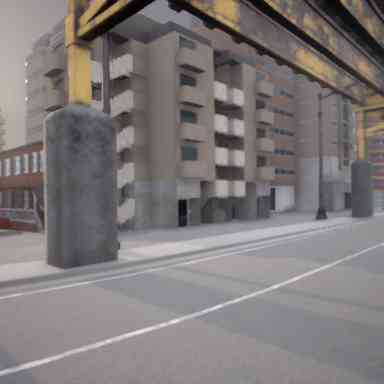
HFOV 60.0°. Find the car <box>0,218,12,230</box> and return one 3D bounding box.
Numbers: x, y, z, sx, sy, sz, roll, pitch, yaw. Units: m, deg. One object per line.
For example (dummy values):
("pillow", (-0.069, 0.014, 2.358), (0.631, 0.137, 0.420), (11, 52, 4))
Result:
("car", (-15.041, 2.158, 22.091), (2.033, 1.415, 5.357), (-1, -1, 44))
